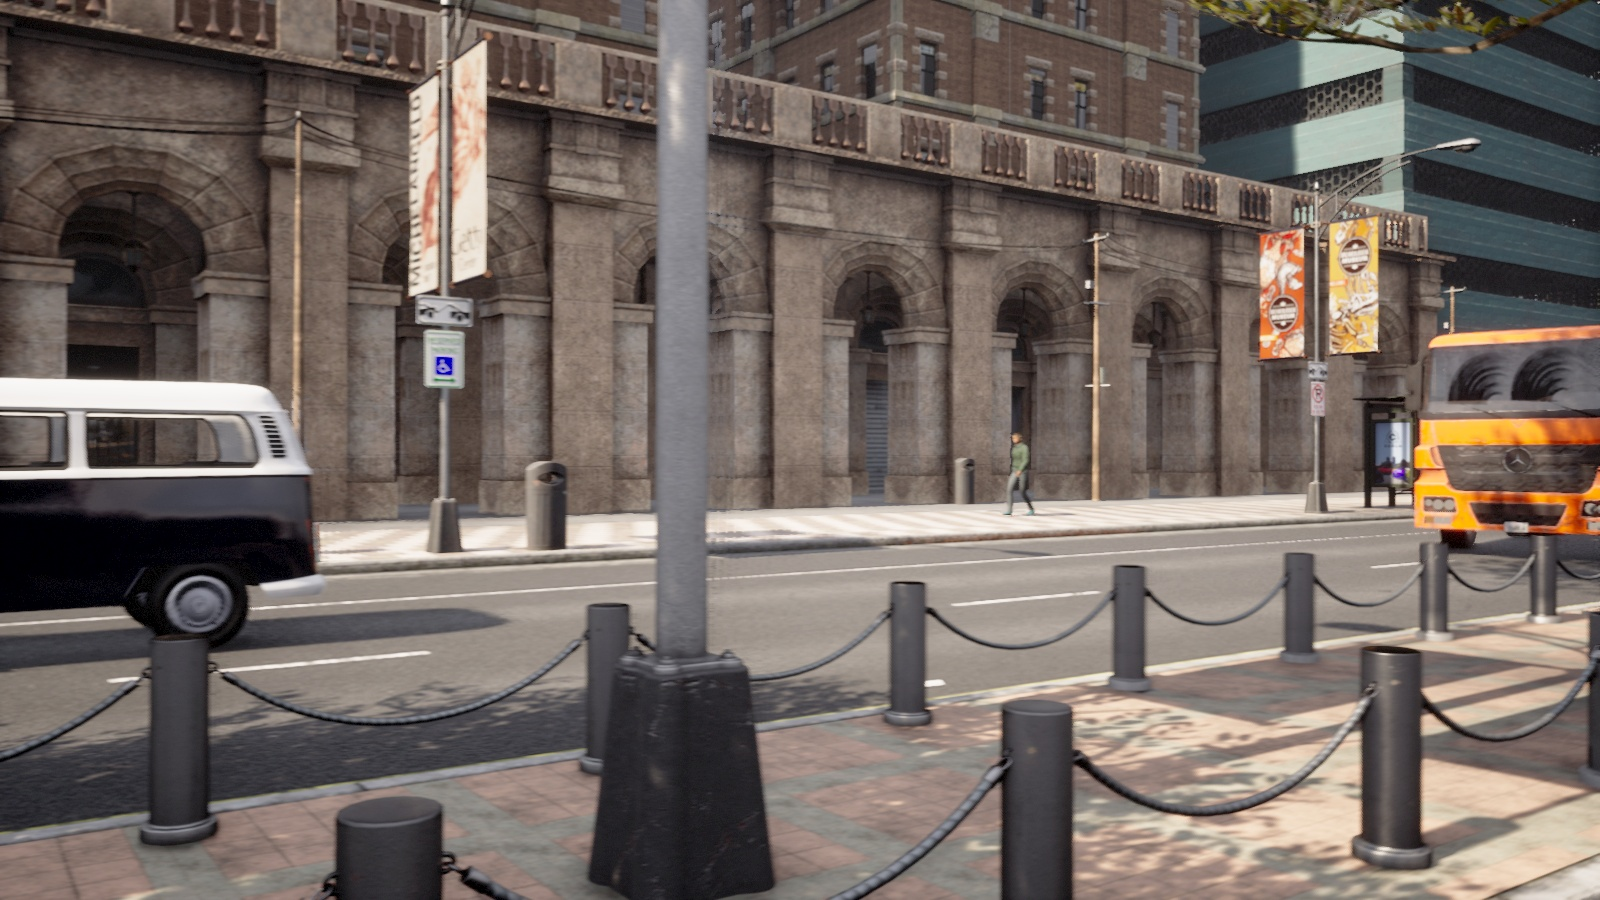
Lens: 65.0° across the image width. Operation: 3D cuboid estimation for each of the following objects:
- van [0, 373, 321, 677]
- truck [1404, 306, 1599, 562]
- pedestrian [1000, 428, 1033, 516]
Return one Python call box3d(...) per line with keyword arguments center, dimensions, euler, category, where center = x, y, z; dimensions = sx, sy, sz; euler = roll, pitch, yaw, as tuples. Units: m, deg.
box3d(center=(-6.092, 0.504, 9.167), dimensions=(4.480, 2.038, 2.069), euler=(0, 0, -35), category="van")
box3d(center=(12.736, -0.213, 20.651), dimensions=(2.891, 3.462, 7.936), euler=(0, 0, 42), category="truck")
box3d(center=(4.572, 0.457, 26.546), dimensions=(0.614, 1.847, 0.353), euler=(0, 0, -34), category="pedestrian")
